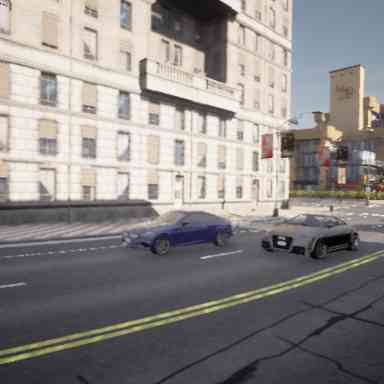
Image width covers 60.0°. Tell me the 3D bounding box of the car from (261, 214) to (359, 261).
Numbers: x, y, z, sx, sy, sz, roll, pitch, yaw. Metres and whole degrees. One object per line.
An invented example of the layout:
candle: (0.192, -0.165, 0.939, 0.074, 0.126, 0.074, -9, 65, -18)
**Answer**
car: (4.434, 1.515, 12.228, 4.181, 1.385, 1.994, 1, 1, -42)

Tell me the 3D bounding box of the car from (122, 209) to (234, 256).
car: (-0.373, 1.397, 12.729, 4.674, 1.442, 1.812, 1, 1, -40)
